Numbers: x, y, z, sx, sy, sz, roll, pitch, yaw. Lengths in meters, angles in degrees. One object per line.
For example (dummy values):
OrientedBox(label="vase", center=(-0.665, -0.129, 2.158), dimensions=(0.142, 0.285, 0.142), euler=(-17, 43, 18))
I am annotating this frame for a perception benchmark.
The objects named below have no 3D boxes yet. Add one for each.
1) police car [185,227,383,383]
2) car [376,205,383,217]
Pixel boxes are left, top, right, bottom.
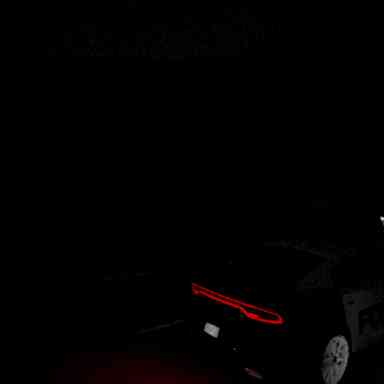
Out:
OrientedBox(label="police car", center=(2.332, 1.425, 5.404), dimensions=(5.238, 1.638, 1.930), euler=(0, 0, -36))
OrientedBox(label="car", center=(18.730, 1.565, 30.056), dimensions=(4.181, 1.385, 1.994), euler=(0, 0, -35))
